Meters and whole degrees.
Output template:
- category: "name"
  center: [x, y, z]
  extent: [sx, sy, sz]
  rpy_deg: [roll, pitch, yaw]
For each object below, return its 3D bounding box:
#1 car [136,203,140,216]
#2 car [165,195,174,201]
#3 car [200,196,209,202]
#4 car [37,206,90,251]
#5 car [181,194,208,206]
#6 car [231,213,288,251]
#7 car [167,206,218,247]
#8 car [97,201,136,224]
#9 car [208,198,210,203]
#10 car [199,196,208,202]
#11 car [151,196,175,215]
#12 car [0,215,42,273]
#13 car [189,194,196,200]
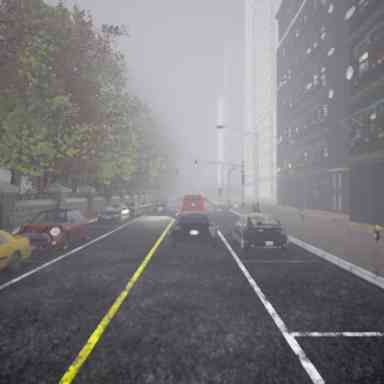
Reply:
- category: "car"
  center: [-5.810, 1.540, 30.374]
  extent: [1.887, 1.381, 4.507]
  rpy_deg: [0, 0, 0]
- category: "car"
  center: [-5.668, 1.469, 85.190]
  extent: [1.967, 1.590, 4.097]
  rpy_deg: [0, 0, 0]
- category: "car"
  center: [2.709, 1.583, 73.923]
  extent: [1.947, 1.339, 4.313]
  rpy_deg: [0, 0, 0]
- category: "car"
  center: [-5.685, 1.437, 13.758]
  extent: [1.967, 1.590, 4.097]
  rpy_deg: [0, 0, 0]
- category: "car"
  center: [0.108, 1.217, 32.213]
  extent: [2.150, 2.045, 5.566]
  rpy_deg: [0, 0, 0]
- category: "car"
  center: [2.695, 1.547, 13.758]
  extent: [2.008, 1.369, 4.403]
  rpy_deg: [0, 0, 0]
- category: "car"
  center: [0.100, 1.560, 15.061]
  extent: [1.994, 1.385, 4.181]
  rpy_deg: [0, 0, 0]
- category: "car"
  center: [-5.760, 1.546, 24.834]
  extent: [2.008, 1.369, 4.403]
  rpy_deg: [0, 0, 0]
- category: "car"
  center: [2.707, 1.579, 68.290]
  extent: [1.947, 1.339, 4.313]
  rpy_deg: [0, 0, 0]
- category: "car"
  center: [2.710, 1.588, 79.556]
  extent: [1.947, 1.339, 4.313]
  rpy_deg: [0, 0, 0]
- category: "car"
  center: [-3.029, 1.488, 34.393]
  extent: [2.128, 1.511, 4.902]
  rpy_deg: [0, 0, 1]
- category: "car"
  center: [-5.686, 1.523, 8.049]
  extent: [1.752, 1.417, 4.829]
  rpy_deg: [0, 0, 0]
- category: "car"
  center: [0.022, 1.393, 90.161]
  extent: [1.837, 1.490, 4.892]
  rpy_deg: [0, 0, 0]
